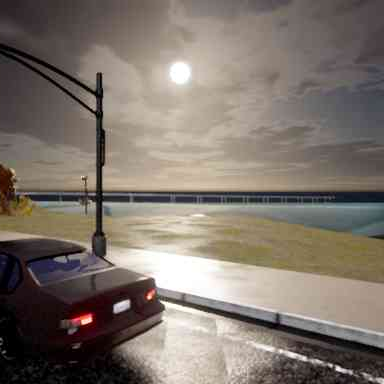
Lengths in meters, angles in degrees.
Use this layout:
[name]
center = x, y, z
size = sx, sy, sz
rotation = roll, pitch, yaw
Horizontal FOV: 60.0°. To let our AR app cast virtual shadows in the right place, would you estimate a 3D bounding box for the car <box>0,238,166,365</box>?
[car]
center = -2.968, 1.545, 5.815
size = 5.357, 1.411, 2.033
rotation = 0, 0, 35
